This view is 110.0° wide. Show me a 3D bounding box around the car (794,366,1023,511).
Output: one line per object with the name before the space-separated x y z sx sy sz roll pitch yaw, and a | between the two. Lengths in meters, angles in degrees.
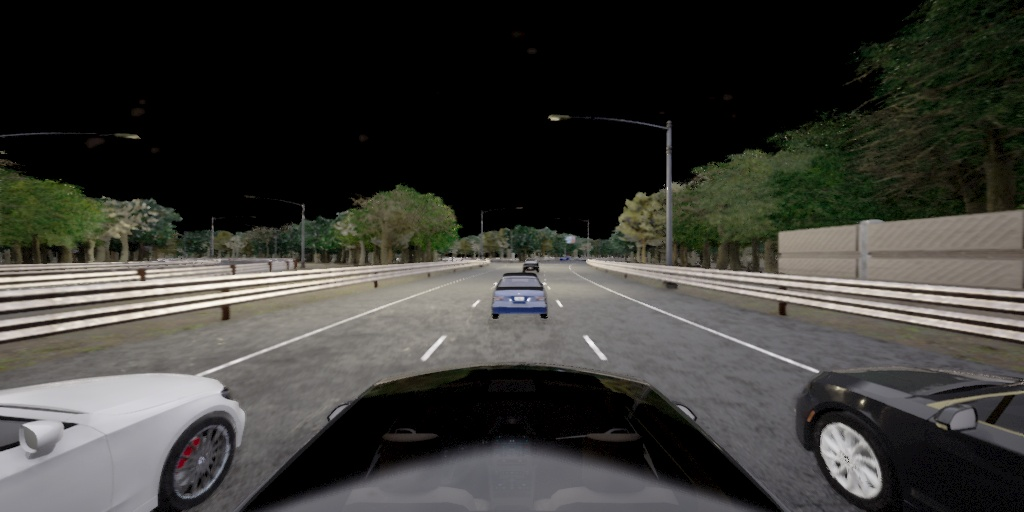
car | 3.617 1.258 1.421 1.837 1.490 4.892 0 0 0

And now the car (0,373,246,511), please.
car | -3.382 1.273 1.351 1.812 1.442 4.674 0 0 0

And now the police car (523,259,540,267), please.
police car | 2.411 1.180 43.958 1.930 1.638 5.238 0 0 6

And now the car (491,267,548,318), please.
car | 0.292 1.299 13.017 2.033 1.411 5.357 0 0 2
